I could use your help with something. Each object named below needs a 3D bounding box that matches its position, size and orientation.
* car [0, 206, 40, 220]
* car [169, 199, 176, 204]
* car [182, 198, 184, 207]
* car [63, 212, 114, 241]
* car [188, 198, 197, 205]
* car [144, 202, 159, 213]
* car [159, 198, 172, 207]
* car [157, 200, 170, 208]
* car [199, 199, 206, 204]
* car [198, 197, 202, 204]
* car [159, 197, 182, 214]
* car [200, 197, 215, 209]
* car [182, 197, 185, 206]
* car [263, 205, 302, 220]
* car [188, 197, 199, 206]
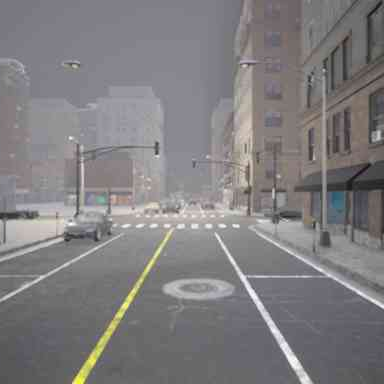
[{"bbox_3d":[-16.044,1.862,29.294,4.718,1.301,1.895,0,-1,0],"label":"car"},{"bbox_3d":[-5.212,2.555,89.578,1.752,1.417,4.829,0,-1,0],"label":"car"},{"bbox_3d":[-2.727,2.137,55.067,1.837,1.490,4.892,0,-1,0],"label":"car"},{"bbox_3d":[-5.354,1.753,17.612,2.008,1.369,4.403,0,-1,0],"label":"car"},{"bbox_3d":[0.165,2.327,84.502,2.097,1.767,4.553,0,-1,0],"label":"car"},{"bbox_3d":[-5.302,2.033,44.286,1.752,1.417,4.829,0,-1,0],"label":"car"},{"bbox_3d":[-5.257,2.085,67.105,2.192,1.841,5.009,0,-1,0],"label":"car"},{"bbox_3d":[-5.268,2.256,61.440,2.008,1.369,4.403,0,-1,0],"label":"car"},{"bbox_3d":[2.813,2.583,89.732,2.008,1.369,4.403,0,-1,0],"label":"car"},{"bbox_3d":[2.757,2.020,61.427,2.192,1.841,5.009,0,-1,0],"label":"car"},{"bbox_3d":[-2.719,1.842,42.774,2.097,1.767,4.553,0,-1,-1],"label":"car"},{"bbox_3d":[2.746,2.080,55.763,1.967,1.590,4.097,0,-1,0],"label":"car"},{"bbox_3d":[-2.617,2.006,68.278,2.150,2.045,5.566,0,-1,0],"label":"car"},{"bbox_3d":[9.654,1.973,32.206,5.357,1.411,2.033,0,-1,0],"label":"car"},{"bbox_3d":[0.146,2.355,74.385,1.837,1.490,4.892,0,-1,0],"label":"car"}]
